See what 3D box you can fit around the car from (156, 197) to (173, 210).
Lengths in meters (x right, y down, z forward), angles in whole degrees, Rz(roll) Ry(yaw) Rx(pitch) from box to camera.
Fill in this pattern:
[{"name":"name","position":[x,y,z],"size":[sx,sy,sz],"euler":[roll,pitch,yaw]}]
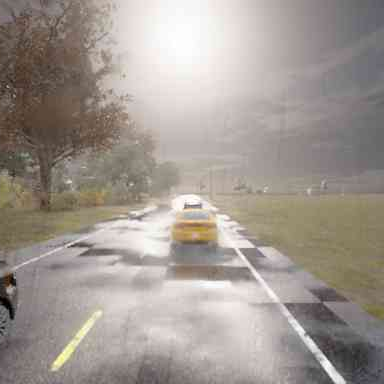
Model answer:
[{"name":"car","position":[-3.572,1.492,43.944],"size":[1.882,1.535,5.008],"euler":[0,0,0]}]

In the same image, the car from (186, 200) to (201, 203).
[{"name":"car","position":[0.111,1.501,32.373],"size":[2.128,1.511,4.902],"euler":[0,0,0]}]

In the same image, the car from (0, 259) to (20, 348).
[{"name":"car","position":[-3.598,1.492,3.217],"size":[2.128,1.511,4.902],"euler":[0,0,0]}]

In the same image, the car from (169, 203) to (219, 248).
[{"name":"car","position":[0.112,1.481,14.899],"size":[1.882,1.535,5.008],"euler":[0,0,0]}]
